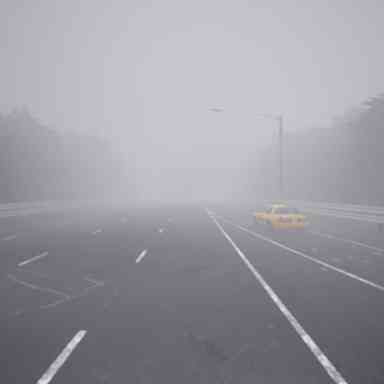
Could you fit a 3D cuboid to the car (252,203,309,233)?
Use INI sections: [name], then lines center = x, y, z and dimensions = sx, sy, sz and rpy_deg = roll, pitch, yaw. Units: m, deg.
[car]
center = 4.911, 1.402, 19.253
dimensions = 1.801, 1.575, 5.366
rpy_deg = 0, 0, -6
